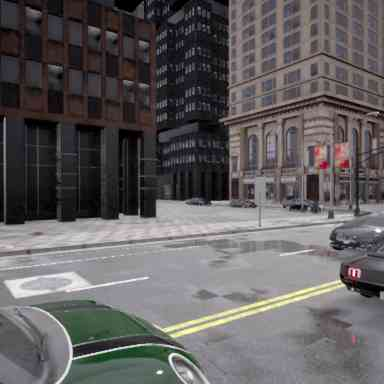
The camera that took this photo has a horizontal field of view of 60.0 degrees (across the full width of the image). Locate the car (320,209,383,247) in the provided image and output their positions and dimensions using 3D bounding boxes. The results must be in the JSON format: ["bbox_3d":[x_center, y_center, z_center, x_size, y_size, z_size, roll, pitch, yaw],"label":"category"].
[{"bbox_3d":[7.292,1.506,12.882,4.892,1.490,1.837,1,0,-36],"label":"car"}]

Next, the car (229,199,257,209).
[{"bbox_3d":[7.050,1.600,46.215,1.994,1.385,4.181,0,0,-36],"label":"car"}]

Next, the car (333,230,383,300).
[{"bbox_3d":[5.347,1.600,7.255,4.718,1.301,1.895,0,0,-35],"label":"car"}]

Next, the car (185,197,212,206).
[{"bbox_3d":[0.986,1.597,54.809,2.033,1.411,5.357,0,0,-36],"label":"car"}]

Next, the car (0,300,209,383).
[{"bbox_3d":[-1.997,1.352,2.014,4.553,1.767,2.097,0,0,-35],"label":"car"}]

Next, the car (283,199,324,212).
[{"bbox_3d":[12.716,1.516,38.213,2.128,1.511,4.902,0,0,-35],"label":"car"}]
